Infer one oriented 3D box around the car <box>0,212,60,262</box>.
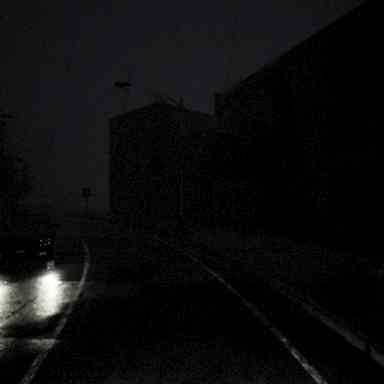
[{"bbox_3d":[-6.039,1.527,12.362,1.882,1.535,5.008,0,0,-21],"label":"car"}]
